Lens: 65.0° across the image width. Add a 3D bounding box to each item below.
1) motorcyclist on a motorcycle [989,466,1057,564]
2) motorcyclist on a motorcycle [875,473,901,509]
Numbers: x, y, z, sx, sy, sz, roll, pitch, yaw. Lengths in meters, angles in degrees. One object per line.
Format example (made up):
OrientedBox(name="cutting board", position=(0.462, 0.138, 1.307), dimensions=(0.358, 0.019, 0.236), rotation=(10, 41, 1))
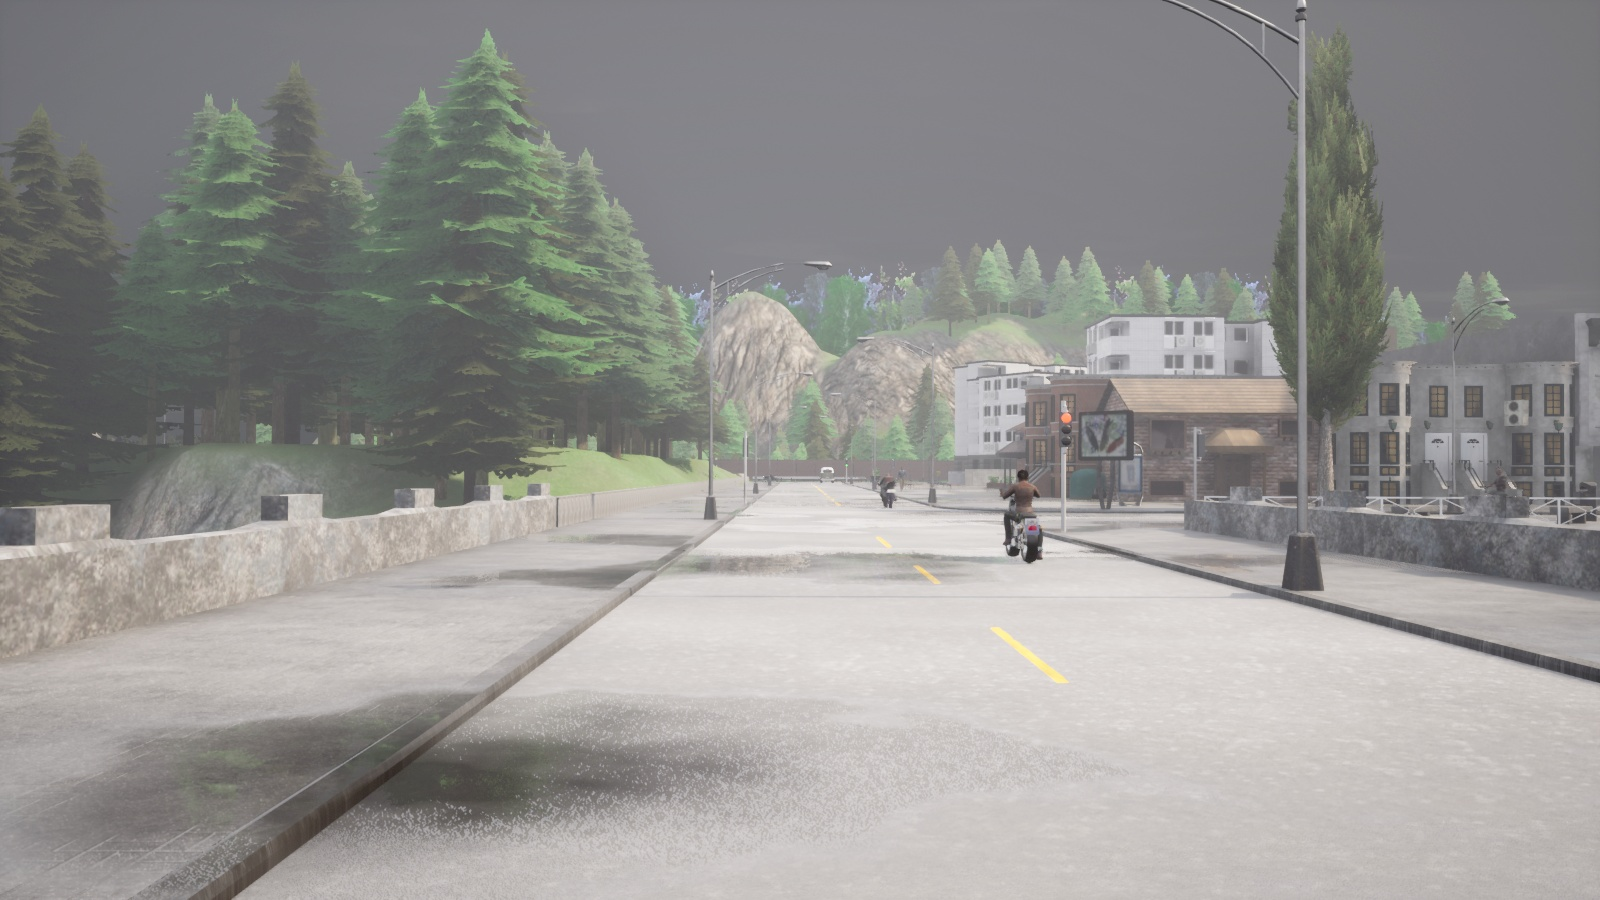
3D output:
OrientedBox(name="motorcyclist on a motorcycle", position=(3.944, 1.124, 22.380), dimensions=(0.766, 1.649, 2.350), rotation=(0, -1, 0))
OrientedBox(name="motorcyclist on a motorcycle", position=(3.781, 1.739, 54.014), dimensions=(0.866, 1.530, 2.191), rotation=(0, -1, -3))
